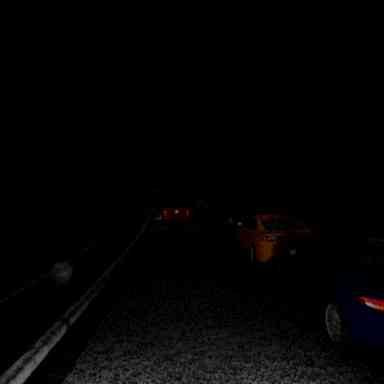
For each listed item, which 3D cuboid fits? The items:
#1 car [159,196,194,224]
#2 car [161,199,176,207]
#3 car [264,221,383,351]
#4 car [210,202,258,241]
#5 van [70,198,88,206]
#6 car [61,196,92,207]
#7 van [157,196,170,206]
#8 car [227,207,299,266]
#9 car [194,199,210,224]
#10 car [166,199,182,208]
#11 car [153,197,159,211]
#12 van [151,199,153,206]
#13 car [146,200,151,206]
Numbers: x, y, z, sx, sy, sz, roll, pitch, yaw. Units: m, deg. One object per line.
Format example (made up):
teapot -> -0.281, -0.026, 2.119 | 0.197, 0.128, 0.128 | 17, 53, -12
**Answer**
car -> -1.286, 1.402, 25.459 | 2.097, 1.767, 4.553 | 0, 0, -5
car -> -4.368, 1.977, 61.132 | 2.002, 1.452, 4.674 | 0, -1, -13
car -> 2.927, 1.526, 6.144 | 2.002, 1.452, 4.674 | 0, 0, -1
car -> 2.412, 1.385, 17.204 | 2.185, 1.767, 4.553 | 0, 0, -3
van -> -29.311, 2.669, 86.024 | 4.442, 1.987, 1.878 | 0, -2, -20
car -> -21.698, 1.835, 62.547 | 5.566, 2.045, 2.435 | 0, -2, -14
van -> -5.718, 1.860, 66.645 | 1.878, 1.987, 4.442 | 0, -1, -14
car -> 2.728, 1.498, 11.689 | 2.097, 1.535, 5.008 | 0, 0, -2
car -> 1.399, 1.575, 28.406 | 2.002, 1.452, 4.674 | 0, 0, -6
car -> -3.129, 1.855, 55.731 | 2.002, 1.452, 4.674 | 0, -1, -12
car -> -3.645, 1.618, 42.853 | 1.882, 1.535, 5.008 | 0, -1, -10
van -> -7.171, 2.027, 71.987 | 1.878, 1.987, 4.442 | 0, -2, -15
car -> -8.696, 2.461, 77.219 | 2.163, 1.488, 4.792 | 0, -2, -16
